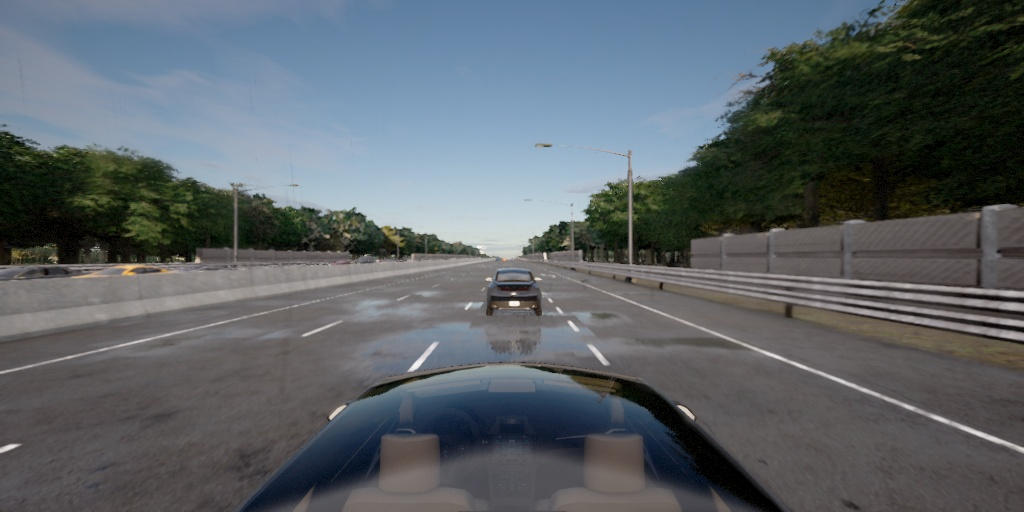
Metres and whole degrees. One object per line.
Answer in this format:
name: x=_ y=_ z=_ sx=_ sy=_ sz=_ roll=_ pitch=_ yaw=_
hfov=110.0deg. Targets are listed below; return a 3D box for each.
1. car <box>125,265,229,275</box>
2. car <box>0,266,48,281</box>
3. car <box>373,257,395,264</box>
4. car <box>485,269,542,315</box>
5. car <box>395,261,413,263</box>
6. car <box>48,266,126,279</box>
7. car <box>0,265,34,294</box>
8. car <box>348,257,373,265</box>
car: x=-17.589 y=1.273 z=19.850 sx=2.128 sy=1.511 sz=4.902 roll=0 pitch=0 yaw=0
car: x=-24.589 y=1.283 z=18.161 sx=1.837 sy=1.490 sz=4.892 roll=0 pitch=0 yaw=0
car: x=-21.004 y=1.293 z=60.171 sx=2.097 sy=1.767 sz=4.553 roll=0 pitch=0 yaw=1
car: x=0.057 y=1.221 z=13.593 sx=1.837 sy=1.490 sz=4.892 roll=0 pitch=0 yaw=0
car: x=-17.505 y=1.539 z=60.102 sx=1.895 sy=1.301 sz=4.718 roll=0 pitch=0 yaw=1
car: x=-21.089 y=1.259 z=19.628 sx=1.882 sy=1.535 sz=5.008 roll=0 pitch=0 yaw=0
car: x=-28.091 y=1.268 z=17.796 sx=2.128 sy=1.511 sz=4.902 roll=0 pitch=0 yaw=0
car: x=-24.494 y=1.155 z=59.506 sx=2.150 sy=2.045 sz=5.566 roll=0 pitch=0 yaw=0
